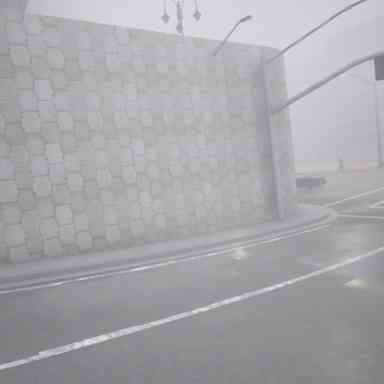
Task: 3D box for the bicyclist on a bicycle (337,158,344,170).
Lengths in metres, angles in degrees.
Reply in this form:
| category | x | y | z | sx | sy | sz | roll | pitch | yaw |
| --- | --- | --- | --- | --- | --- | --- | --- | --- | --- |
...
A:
| category | x | y | z | sx | sy | sz | roll | pitch | yaw |
| --- | --- | --- | --- | --- | --- | --- | --- | --- | --- |
| bicyclist on a bicycle | 20.045 | -3.827 | 44.885 | 1.656 | 1.620 | 0.582 | -11 | 6 | -35 |

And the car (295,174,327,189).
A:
| category | x | y | z | sx | sy | sz | roll | pitch | yaw |
| --- | --- | --- | --- | --- | --- | --- | --- | --- | --- |
| car | 9.999 | -1.018 | 30.961 | 1.895 | 1.301 | 4.718 | -11 | 6 | -35 |
